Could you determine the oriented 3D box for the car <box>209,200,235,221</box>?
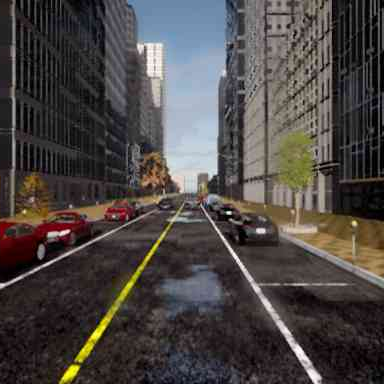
[{"bbox_3d":[2.695,1.550,26.480,1.947,1.339,4.313,0,0,0],"label":"car"}]

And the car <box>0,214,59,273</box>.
[{"bbox_3d":[-5.687,1.540,9.411,1.887,1.381,4.507,0,0,0],"label":"car"}]

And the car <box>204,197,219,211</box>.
[{"bbox_3d":[2.696,1.539,37.864,1.947,1.339,4.313,0,0,0],"label":"car"}]

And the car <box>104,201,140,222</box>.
[{"bbox_3d":[-5.686,1.528,26.489,1.887,1.381,4.507,0,0,0],"label":"car"}]

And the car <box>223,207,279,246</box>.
[{"bbox_3d":[2.694,1.559,15.096,1.947,1.339,4.313,0,0,0],"label":"car"}]

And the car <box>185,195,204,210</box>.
[{"bbox_3d":[0.104,1.459,42.332,2.128,1.511,4.902,0,0,0],"label":"car"}]

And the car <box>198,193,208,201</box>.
[{"bbox_3d":[2.702,1.214,83.402,2.192,1.841,5.009,0,0,0],"label":"car"}]

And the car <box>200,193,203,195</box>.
[{"bbox_3d":[2.701,1.236,72.018,2.192,1.841,5.009,0,0,0],"label":"car"}]

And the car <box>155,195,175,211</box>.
[{"bbox_3d":[-3.088,1.447,40.624,1.882,1.535,5.008,0,0,0],"label":"car"}]

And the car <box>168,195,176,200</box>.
[{"bbox_3d":[-5.679,1.440,94.800,1.947,1.339,4.313,0,0,0],"label":"car"}]

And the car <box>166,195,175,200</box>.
[{"bbox_3d":[-5.679,1.437,89.107,2.008,1.369,4.403,0,0,0],"label":"car"}]

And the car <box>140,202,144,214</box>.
[{"bbox_3d":[-5.685,1.545,32.182,1.947,1.339,4.313,0,0,0],"label":"car"}]

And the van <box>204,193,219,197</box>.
[{"bbox_3d":[2.697,1.308,43.558,1.690,1.788,3.998,0,0,0],"label":"van"}]

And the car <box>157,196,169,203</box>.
[{"bbox_3d":[-5.682,1.481,66.338,2.008,1.369,4.403,0,0,0],"label":"car"}]

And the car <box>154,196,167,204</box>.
[{"bbox_3d":[-5.682,1.466,60.475,1.752,1.417,4.829,0,0,0],"label":"car"}]

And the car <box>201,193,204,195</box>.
[{"bbox_3d":[2.698,1.399,49.249,1.967,1.590,4.097,0,0,0],"label":"car"}]

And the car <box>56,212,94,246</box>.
[{"bbox_3d":[-5.687,1.574,15.104,1.802,1.307,4.206,0,0,0],"label":"car"}]
